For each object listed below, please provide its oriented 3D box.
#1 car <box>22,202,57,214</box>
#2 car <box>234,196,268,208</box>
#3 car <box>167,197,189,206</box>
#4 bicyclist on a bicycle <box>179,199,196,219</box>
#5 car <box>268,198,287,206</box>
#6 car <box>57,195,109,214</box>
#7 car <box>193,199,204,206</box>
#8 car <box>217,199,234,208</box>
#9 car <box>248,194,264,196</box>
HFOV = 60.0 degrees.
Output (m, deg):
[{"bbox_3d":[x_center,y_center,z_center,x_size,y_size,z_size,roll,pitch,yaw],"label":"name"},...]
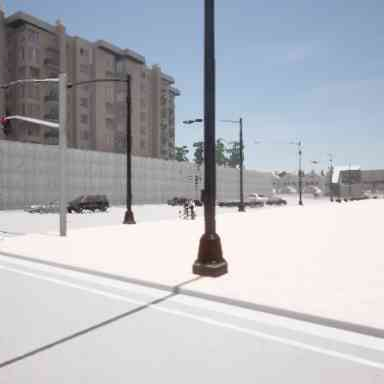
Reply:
[{"bbox_3d":[-16.692,1.786,38.141,1.895,1.301,4.718,0,0,36],"label":"car"},{"bbox_3d":[8.863,1.658,49.425,2.033,1.411,5.357,0,0,36],"label":"car"},{"bbox_3d":[-2.379,1.690,57.932,1.837,1.490,4.892,0,-1,36],"label":"car"},{"bbox_3d":[-0.381,1.382,26.594,1.656,1.620,0.582,-1,0,36],"label":"bicyclist on a bicycle"},{"bbox_3d":[14.826,1.658,57.786,2.033,1.411,5.357,0,0,36],"label":"car"},{"bbox_3d":[-12.185,1.388,38.409,2.150,2.045,5.566,0,0,36],"label":"car"},{"bbox_3d":[2.132,1.767,58.164,1.895,1.301,4.718,0,0,36],"label":"car"},{"bbox_3d":[5.827,1.730,51.199,1.895,1.301,4.718,0,0,36],"label":"car"},{"bbox_3d":[11.761,1.351,59.522,2.150,2.045,5.566,0,0,36],"label":"car"}]
